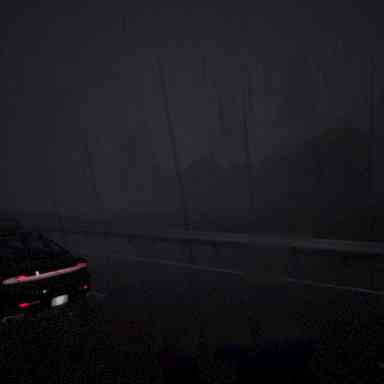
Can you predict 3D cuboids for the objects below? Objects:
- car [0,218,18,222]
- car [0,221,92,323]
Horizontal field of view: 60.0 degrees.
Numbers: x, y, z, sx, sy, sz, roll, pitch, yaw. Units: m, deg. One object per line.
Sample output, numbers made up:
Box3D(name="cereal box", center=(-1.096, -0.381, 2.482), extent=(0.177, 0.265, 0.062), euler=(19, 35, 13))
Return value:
Box3D(name="car", center=(-8.408, 1.696, 13.553), extent=(4.718, 1.301, 1.895), euler=(-1, 0, 32))
Box3D(name="car", center=(-4.132, 1.537, 6.668), extent=(4.902, 1.511, 2.128), euler=(-1, 0, 34))
